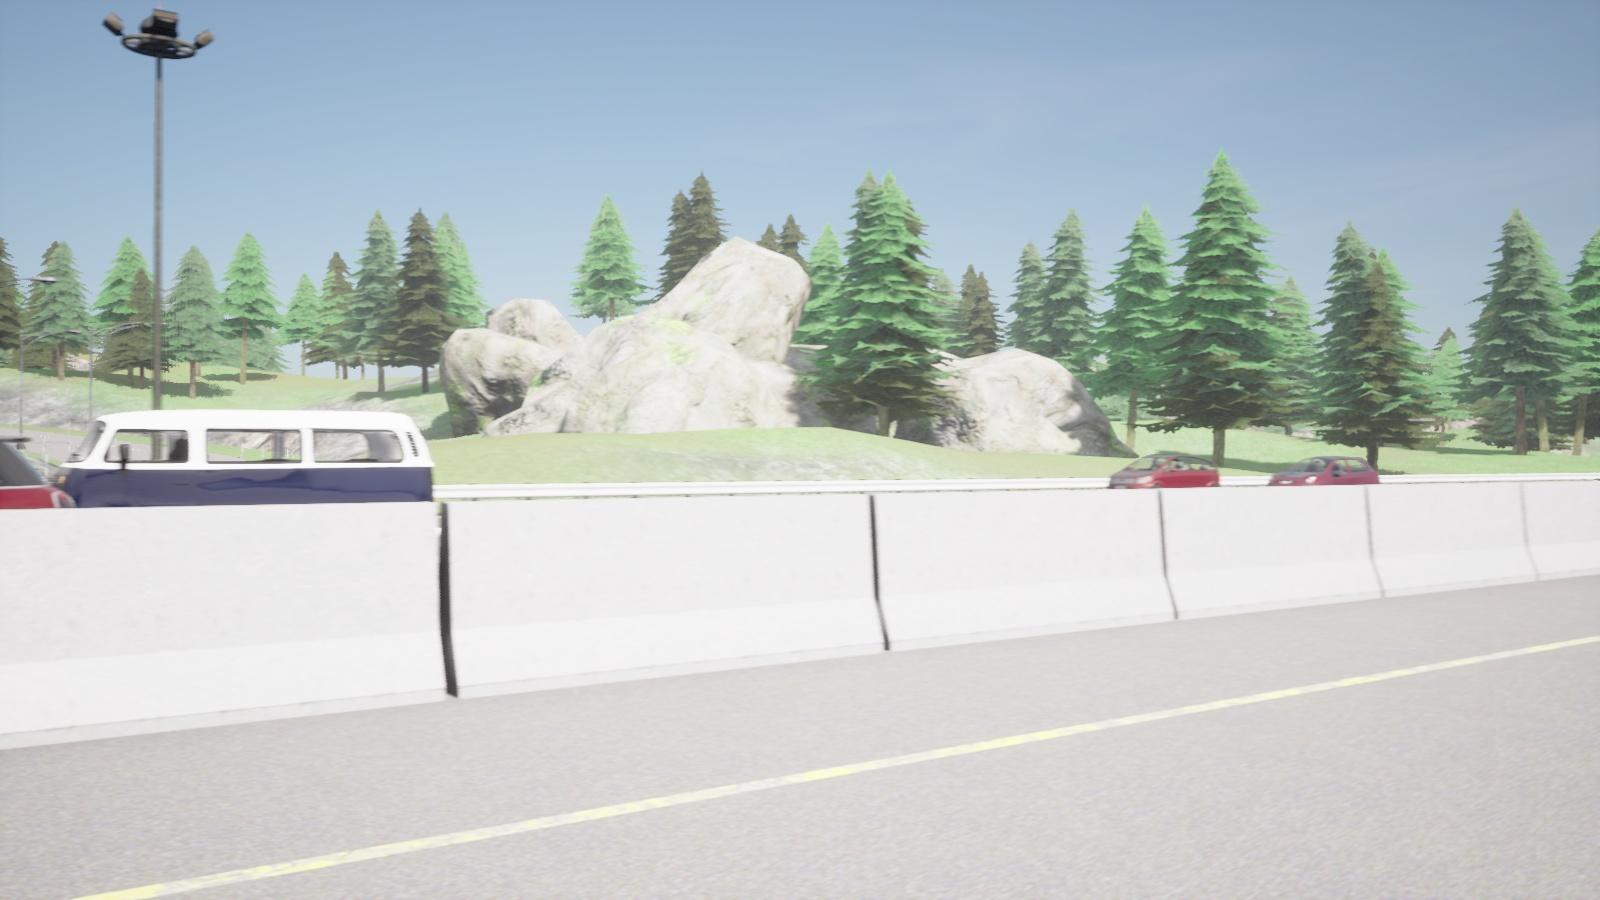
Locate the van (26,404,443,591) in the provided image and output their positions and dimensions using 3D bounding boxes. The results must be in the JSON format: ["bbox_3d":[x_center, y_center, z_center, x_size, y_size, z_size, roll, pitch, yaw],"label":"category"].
[{"bbox_3d":[-7.051,0.530,15.809,4.480,2.038,2.069,0,0,-35],"label":"van"}]

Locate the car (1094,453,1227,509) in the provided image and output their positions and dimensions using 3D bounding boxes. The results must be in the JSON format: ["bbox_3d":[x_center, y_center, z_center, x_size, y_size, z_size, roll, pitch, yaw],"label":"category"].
[{"bbox_3d":[10.504,0.864,36.554,3.705,1.549,1.789,0,0,-35],"label":"car"}]

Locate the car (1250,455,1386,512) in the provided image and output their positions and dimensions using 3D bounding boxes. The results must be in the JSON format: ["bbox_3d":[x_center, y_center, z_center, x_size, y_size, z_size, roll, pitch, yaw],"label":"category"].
[{"bbox_3d":[14.482,0.893,35.058,3.633,1.501,1.845,0,0,-35],"label":"car"}]

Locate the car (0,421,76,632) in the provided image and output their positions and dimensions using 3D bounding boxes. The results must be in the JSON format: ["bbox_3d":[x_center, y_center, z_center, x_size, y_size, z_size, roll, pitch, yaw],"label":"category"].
[{"bbox_3d":[-8.711,0.644,10.389,4.553,1.767,2.097,0,0,-35],"label":"car"}]
